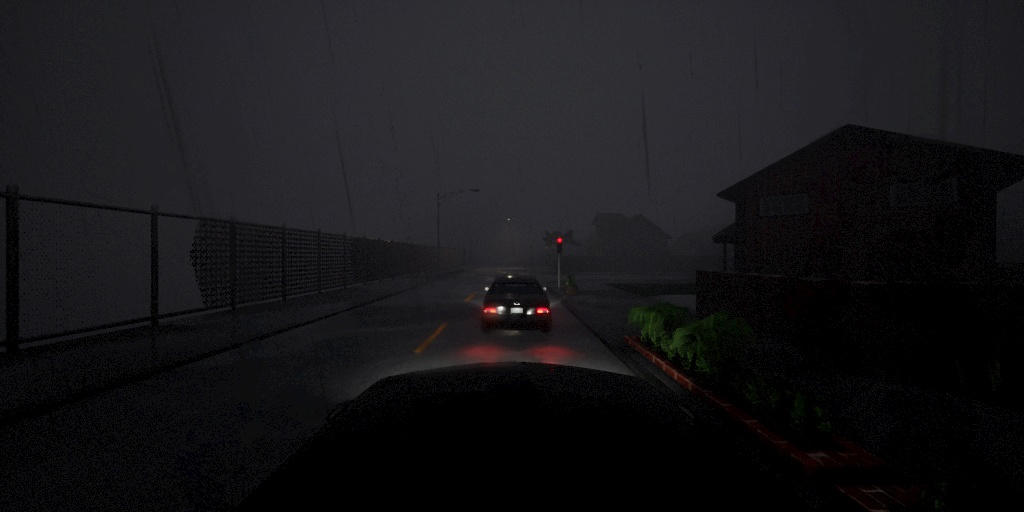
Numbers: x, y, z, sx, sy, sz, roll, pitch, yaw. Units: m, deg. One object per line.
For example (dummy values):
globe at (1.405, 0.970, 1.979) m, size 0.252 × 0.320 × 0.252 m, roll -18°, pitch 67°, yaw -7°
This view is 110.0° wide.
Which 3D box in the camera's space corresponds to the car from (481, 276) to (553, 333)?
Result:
car at (0.116, 1.297, 10.738) m, size 2.033 × 1.411 × 5.357 m, roll 0°, pitch 0°, yaw 0°
